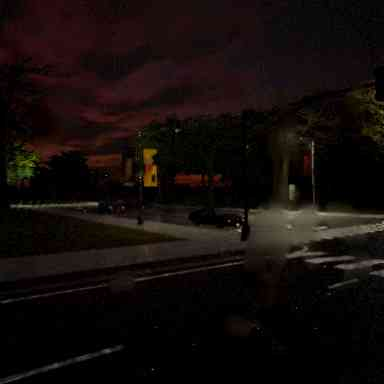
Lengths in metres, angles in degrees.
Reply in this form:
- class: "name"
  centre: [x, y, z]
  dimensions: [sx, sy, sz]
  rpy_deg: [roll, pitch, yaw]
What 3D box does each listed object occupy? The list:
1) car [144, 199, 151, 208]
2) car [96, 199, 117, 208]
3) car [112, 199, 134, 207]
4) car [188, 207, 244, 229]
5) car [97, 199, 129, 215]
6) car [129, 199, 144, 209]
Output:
- class: "car"
  centre: [-8.676, 1.952, 56.842]
  dimensions: [1.837, 1.490, 4.892]
  rpy_deg: [-1, 0, -35]
- class: "car"
  centre: [-15.859, 2.130, 61.398]
  dimensions: [2.033, 1.411, 5.357]
  rpy_deg: [-1, 0, -35]
- class: "car"
  centre: [-13.198, 2.072, 63.263]
  dimensions: [2.033, 1.411, 5.357]
  rpy_deg: [-1, 0, -35]
- class: "car"
  centre: [1.727, 1.857, 24.843]
  dimensions: [2.033, 1.411, 5.357]
  rpy_deg: [-1, 0, -31]
- class: "car"
  centre: [-10.128, 1.861, 41.725]
  dimensions: [2.097, 1.767, 4.553]
  rpy_deg: [-1, 0, -35]
- class: "car"
  centre: [-9.996, 1.834, 53.088]
  dimensions: [2.097, 1.767, 4.553]
  rpy_deg: [-1, 0, -35]
